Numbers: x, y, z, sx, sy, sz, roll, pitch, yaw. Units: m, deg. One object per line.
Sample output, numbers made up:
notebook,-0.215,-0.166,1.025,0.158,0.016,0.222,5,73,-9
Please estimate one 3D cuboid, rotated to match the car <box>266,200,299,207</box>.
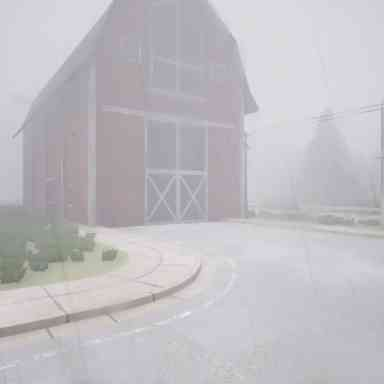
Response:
car,10.624,1.591,39.346,1.994,1.385,4.181,0,0,-34
